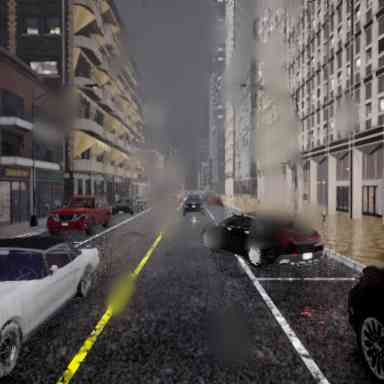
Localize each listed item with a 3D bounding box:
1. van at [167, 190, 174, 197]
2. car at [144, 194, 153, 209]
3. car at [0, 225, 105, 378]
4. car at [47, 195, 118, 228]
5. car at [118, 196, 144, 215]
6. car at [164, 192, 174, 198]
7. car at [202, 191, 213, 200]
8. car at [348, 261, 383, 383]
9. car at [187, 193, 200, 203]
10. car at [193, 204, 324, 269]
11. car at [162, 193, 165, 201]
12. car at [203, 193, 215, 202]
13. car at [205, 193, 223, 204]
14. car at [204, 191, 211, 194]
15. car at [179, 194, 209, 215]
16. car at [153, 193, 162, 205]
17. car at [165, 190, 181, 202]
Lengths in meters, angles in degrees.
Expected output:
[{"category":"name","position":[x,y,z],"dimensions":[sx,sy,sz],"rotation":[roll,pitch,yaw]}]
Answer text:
[{"category":"van","position":[-5.469,0.324,85.093],"dimensions":[1.690,1.788,3.998],"rotation":[0,1,0]},{"category":"car","position":[-5.600,1.127,34.261],"dimensions":[2.008,1.369,4.403],"rotation":[0,1,0]},{"category":"car","position":[-3.084,1.530,5.519],"dimensions":[1.895,1.301,4.718],"rotation":[0,1,0]},{"category":"car","position":[-5.645,1.098,17.314],"dimensions":[2.192,1.841,5.009],"rotation":[0,1,0]},{"category":"car","position":[-5.615,1.211,28.613],"dimensions":[1.947,1.339,4.313],"rotation":[0,1,0]},{"category":"car","position":[-5.484,0.614,79.447],"dimensions":[1.947,1.339,4.313],"rotation":[0,1,0]},{"category":"car","position":[2.853,0.684,62.478],"dimensions":[1.967,1.590,4.097],"rotation":[0,1,0]},{"category":"car","position":[3.111,1.201,1.987],"dimensions":[2.150,2.045,5.566],"rotation":[0,1,0]},{"category":"car","position":[0.235,0.927,52.159],"dimensions":[1.994,1.385,4.181],"rotation":[0,1,0]},{"category":"car","position":[1.997,1.369,10.859],"dimensions":[1.837,1.490,4.892],"rotation":[-1,1,-25]},{"category":"car","position":[-5.542,0.854,56.854],"dimensions":[1.887,1.381,4.507],"rotation":[0,1,0]},{"category":"car","position":[2.837,0.891,56.833],"dimensions":[1.802,1.307,4.206],"rotation":[0,1,0]},{"category":"car","position":[2.794,1.090,39.887],"dimensions":[1.802,1.307,4.206],"rotation":[0,1,0]},{"category":"car","position":[2.824,0.941,51.183],"dimensions":[1.947,1.339,4.313],"rotation":[0,1,0]},{"category":"car","position":[0.160,1.184,29.271],"dimensions":[2.033,1.411,5.357],"rotation":[0,1,0]},{"category":"car","position":[-5.572,0.969,45.387],"dimensions":[1.752,1.417,4.829],"rotation":[0,1,0]},{"category":"car","position":[-2.869,0.675,55.526],"dimensions":[2.097,1.767,4.553],"rotation":[0,1,0]}]
